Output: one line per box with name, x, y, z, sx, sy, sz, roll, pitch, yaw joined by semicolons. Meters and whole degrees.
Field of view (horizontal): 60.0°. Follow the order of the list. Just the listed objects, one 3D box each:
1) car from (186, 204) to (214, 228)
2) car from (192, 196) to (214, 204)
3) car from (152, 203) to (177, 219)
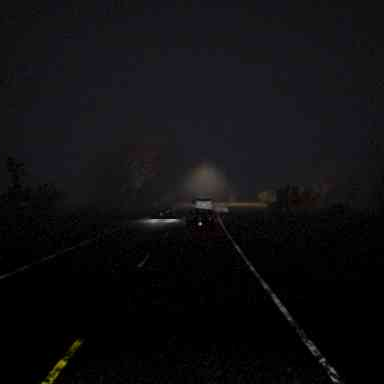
car;0.612;1.808;23.871;1.895;1.301;4.718;0;0;2
car;1.645;1.589;42.949;2.150;2.045;5.566;0;0;4
car;-2.684;1.808;32.773;1.812;1.442;4.674;0;-1;3
